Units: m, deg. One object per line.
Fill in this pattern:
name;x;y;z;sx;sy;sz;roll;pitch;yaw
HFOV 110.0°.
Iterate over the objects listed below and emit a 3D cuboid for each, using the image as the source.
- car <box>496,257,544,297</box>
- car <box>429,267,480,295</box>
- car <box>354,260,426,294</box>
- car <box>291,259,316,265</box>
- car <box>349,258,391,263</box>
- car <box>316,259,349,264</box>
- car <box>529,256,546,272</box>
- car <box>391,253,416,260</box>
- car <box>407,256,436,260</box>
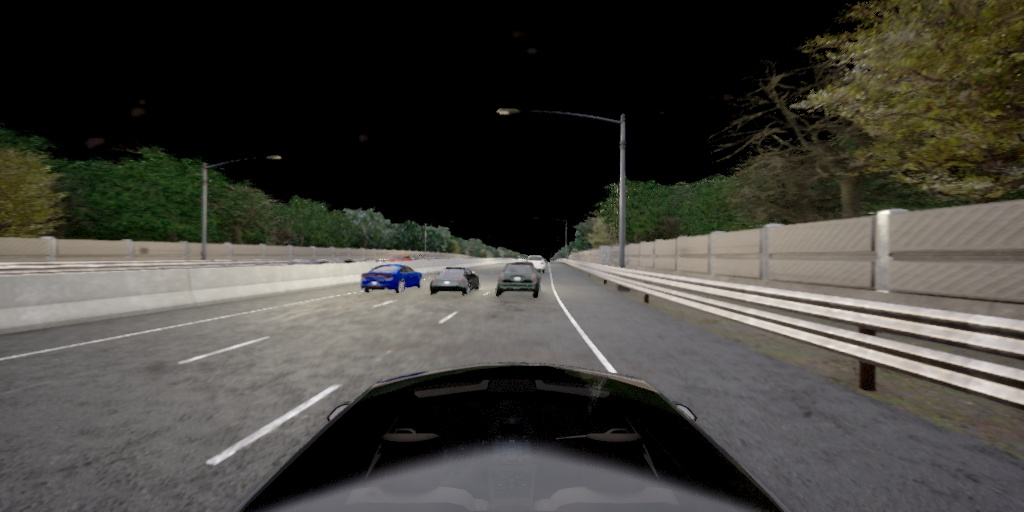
car;0.467;1.101;19.239;2.097;1.767;4.553;0;0;6
car;-3.013;1.287;19.622;1.994;1.385;4.181;0;0;6
car;-6.493;1.175;19.982;1.882;1.535;5.008;0;0;6
car;-22.224;1.068;39.426;2.128;1.511;4.902;0;0;6
car;-15.253;1.153;38.826;1.812;1.442;4.674;0;0;6
car;-18.732;1.106;39.193;1.837;1.490;4.892;0;0;6
car;2.963;0.981;44.386;2.150;2.045;5.566;0;0;6
car;-17.127;0.823;54.938;2.150;2.045;5.566;0;0;6
car;-13.650;1.105;54.624;1.882;1.535;5.008;0;0;6
